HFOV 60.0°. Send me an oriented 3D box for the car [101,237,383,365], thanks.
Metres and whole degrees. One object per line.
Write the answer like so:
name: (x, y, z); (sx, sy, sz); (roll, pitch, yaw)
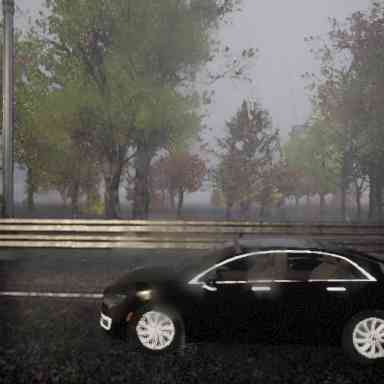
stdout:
car: (1.043, 1.508, 5.316); (4.892, 1.490, 1.837); (0, 0, 4)
